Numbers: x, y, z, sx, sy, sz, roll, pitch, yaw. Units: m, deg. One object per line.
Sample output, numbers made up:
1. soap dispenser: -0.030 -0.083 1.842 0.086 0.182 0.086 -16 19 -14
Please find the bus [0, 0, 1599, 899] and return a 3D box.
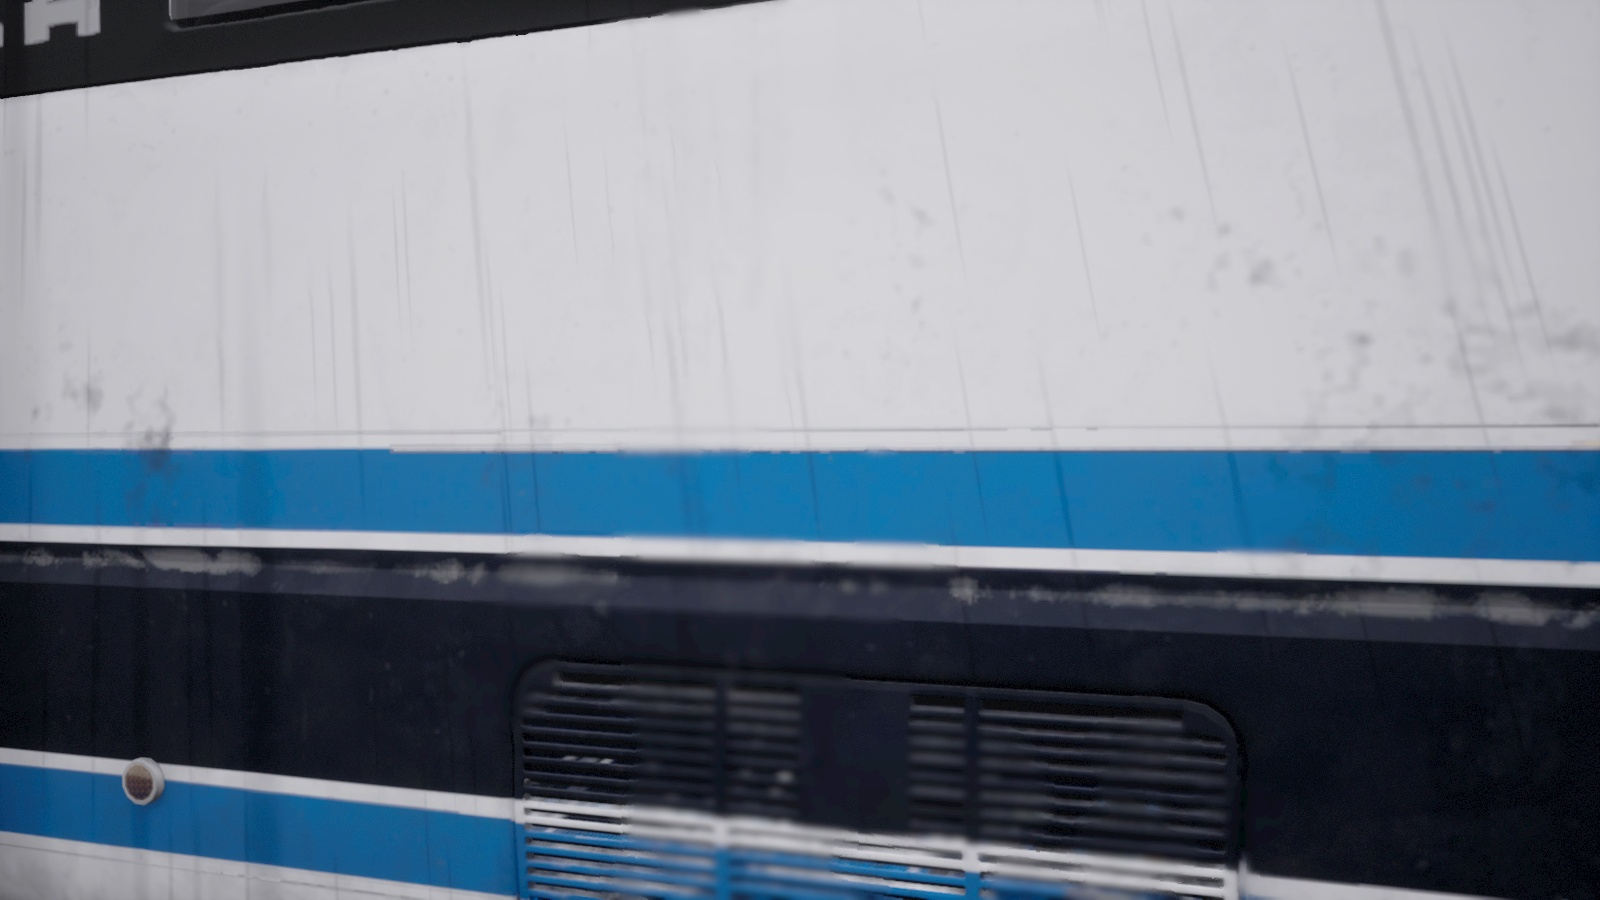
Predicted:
1. bus: -0.106 -0.606 3.744 10.273 4.253 3.944 0 1 19
